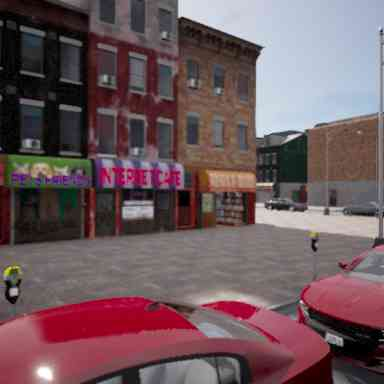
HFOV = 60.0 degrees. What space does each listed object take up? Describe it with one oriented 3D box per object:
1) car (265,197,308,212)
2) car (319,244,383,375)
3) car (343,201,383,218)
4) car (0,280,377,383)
[{"bbox_3d":[9.929,1.355,35.247,1.837,1.490,4.892,0,0,-36],"label":"car"},{"bbox_3d":[3.563,1.545,5.344,4.507,1.381,1.887,0,0,-35],"label":"car"},{"bbox_3d":[15.044,1.477,28.146,1.994,1.385,4.181,0,0,-36],"label":"car"},{"bbox_3d":[-0.911,1.544,2.154,4.507,1.381,1.887,0,0,-35],"label":"car"}]
